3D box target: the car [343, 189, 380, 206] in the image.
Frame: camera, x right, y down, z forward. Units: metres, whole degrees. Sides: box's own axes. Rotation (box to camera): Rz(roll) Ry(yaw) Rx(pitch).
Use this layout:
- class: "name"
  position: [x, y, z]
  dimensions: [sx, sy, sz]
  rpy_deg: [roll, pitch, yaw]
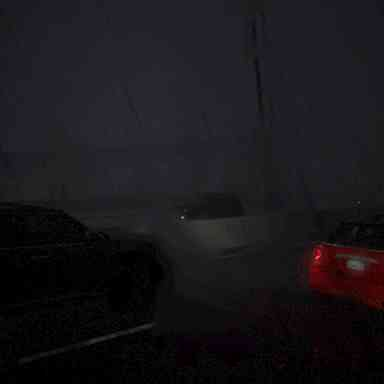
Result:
- class: "car"
  position: [20.424, 0.681, 39.934]
  dimensions: [5.566, 2.045, 2.150]
  rpy_deg: [-2, 1, -35]

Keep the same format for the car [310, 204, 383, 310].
- class: "car"
  position: [4.571, 1.258, 7.008]
  dimensions: [4.553, 1.767, 2.097]
  rpy_deg: [-1, 1, -35]

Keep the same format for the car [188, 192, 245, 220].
- class: "car"
  position: [0.982, 1.055, 21.857]
  dimensions: [5.566, 2.045, 2.150]
  rpy_deg: [-1, 0, -35]

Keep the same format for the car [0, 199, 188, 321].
- class: "car"
  position: [-3.020, 1.208, 5.892]
  dimensions: [5.566, 2.045, 2.150]
  rpy_deg: [0, 0, -36]
